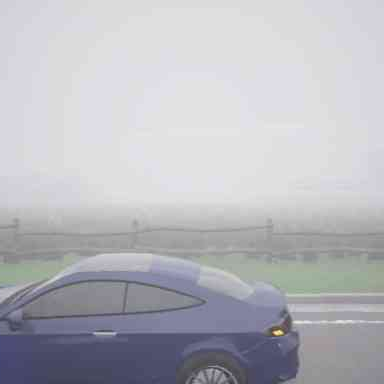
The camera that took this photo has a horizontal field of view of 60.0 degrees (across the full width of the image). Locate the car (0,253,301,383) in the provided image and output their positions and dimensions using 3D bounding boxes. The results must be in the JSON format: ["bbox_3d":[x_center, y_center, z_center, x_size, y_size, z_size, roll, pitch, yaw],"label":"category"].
[{"bbox_3d":[-1.112,1.525,4.033,4.674,1.442,1.812,0,0,-1],"label":"car"}]
